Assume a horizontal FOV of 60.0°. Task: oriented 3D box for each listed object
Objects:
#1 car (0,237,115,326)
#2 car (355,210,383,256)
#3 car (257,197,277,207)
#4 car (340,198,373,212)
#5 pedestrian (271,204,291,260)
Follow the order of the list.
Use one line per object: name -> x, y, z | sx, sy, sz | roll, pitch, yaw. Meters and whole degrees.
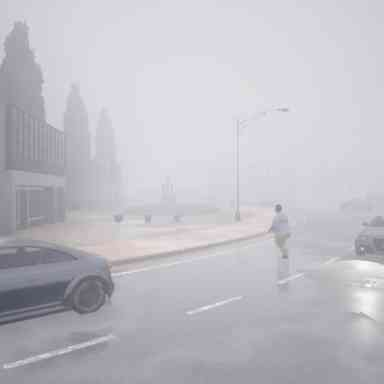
car -> -3.546, 1.564, 5.966 | 4.181, 1.385, 1.994 | 0, 0, -38
car -> 7.361, 1.564, 12.185 | 1.994, 1.385, 4.181 | 0, 0, 36
car -> 11.239, 1.527, 50.022 | 1.812, 1.442, 4.674 | 0, 0, -5
car -> 19.263, 1.492, 39.209 | 2.128, 1.511, 4.902 | 0, 0, -3
pedestrian -> 2.979, 1.294, 11.076 | 0.375, 1.860, 0.375 | 0, 0, 41
